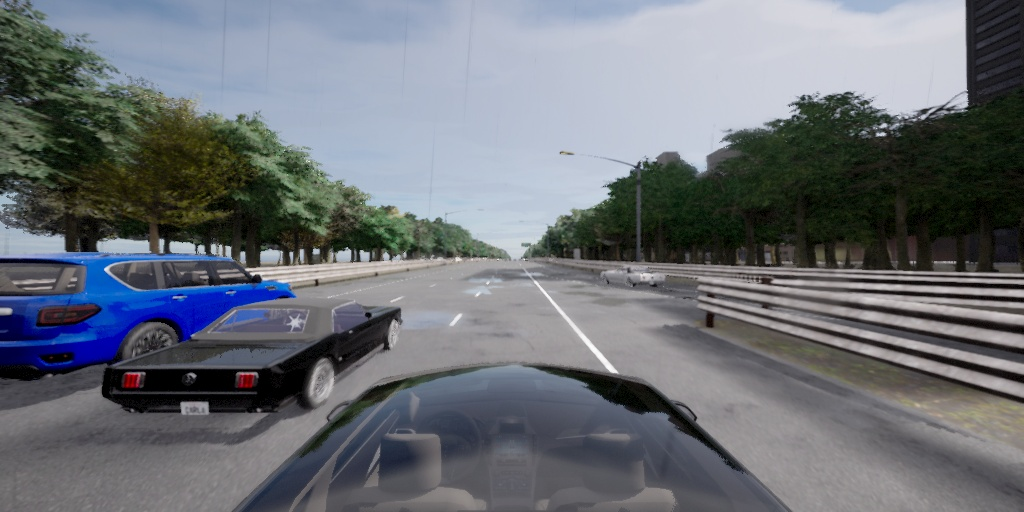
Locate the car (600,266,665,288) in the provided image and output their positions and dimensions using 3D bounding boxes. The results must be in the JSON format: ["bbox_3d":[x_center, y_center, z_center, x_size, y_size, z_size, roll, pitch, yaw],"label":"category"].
[{"bbox_3d":[7.741,1.341,23.585,1.895,1.301,4.718,0,0,-16],"label":"car"}]

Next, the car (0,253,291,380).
[{"bbox_3d":[-6.899,0.970,7.379,2.150,2.045,5.566,0,0,0],"label":"car"}]

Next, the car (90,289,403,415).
[{"bbox_3d":[-3.398,1.350,6.074,1.895,1.301,4.718,0,0,0],"label":"car"}]
